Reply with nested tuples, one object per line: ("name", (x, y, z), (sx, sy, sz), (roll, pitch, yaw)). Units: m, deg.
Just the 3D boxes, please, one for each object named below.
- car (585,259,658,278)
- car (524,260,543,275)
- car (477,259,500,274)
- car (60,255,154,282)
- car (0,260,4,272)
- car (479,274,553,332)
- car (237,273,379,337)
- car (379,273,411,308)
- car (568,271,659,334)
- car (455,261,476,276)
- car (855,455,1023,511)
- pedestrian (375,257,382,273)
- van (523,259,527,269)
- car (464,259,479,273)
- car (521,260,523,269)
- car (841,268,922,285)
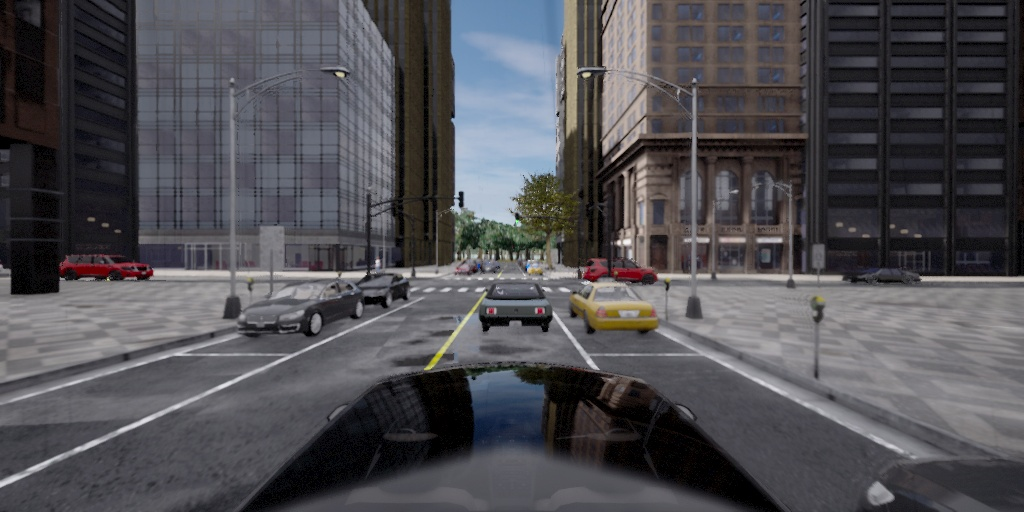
("car", (8.354, 1.254, 27.687), (5.566, 2.045, 2.150), (0, -1, -7))
("car", (2.765, 1.564, 42.934), (1.751, 1.417, 4.829), (0, 0, 0))
("car", (-3.086, 1.563, 48.245), (2.128, 1.511, 4.902), (0, 0, 0))
("car", (-30.827, 0.921, 27.328), (5.566, 2.045, 2.150), (1, 0, 0))
("car", (-46.948, 0.741, 30.438), (5.566, 2.045, 2.150), (1, 0, 1))
("car", (0.095, 1.425, 11.213), (1.895, 1.301, 4.718), (0, 0, 0))
("car", (-5.763, 1.368, 10.406), (2.007, 1.370, 4.403), (0, 0, 0))
("car", (-5.763, 1.423, 15.785), (1.948, 1.339, 4.313), (0, 0, 0))
("car", (2.763, 1.344, 10.751), (1.751, 1.417, 4.829), (0, 0, 0))
("car", (-5.761, 1.620, 42.756), (1.802, 1.307, 4.207), (0, 0, 0))
("car", (2.762, 1.288, 0.175), (2.007, 1.370, 4.403), (0, 0, 0))
("pedestrian", (-12.521, 0.982, 33.594), (0.375, 1.860, 0.375), (0, 0, 0))
("van", (2.765, 1.413, 48.444), (1.690, 1.789, 3.998), (0, 0, 0))
("car", (-5.761, 1.387, 48.436), (2.192, 1.841, 5.009), (0, 0, 0))
("car", (2.765, 1.670, 54.124), (1.948, 1.339, 4.313), (0, 0, 0))
("car", (31.525, 1.710, 30.638), (5.357, 1.411, 2.033), (0, 0, 0))
